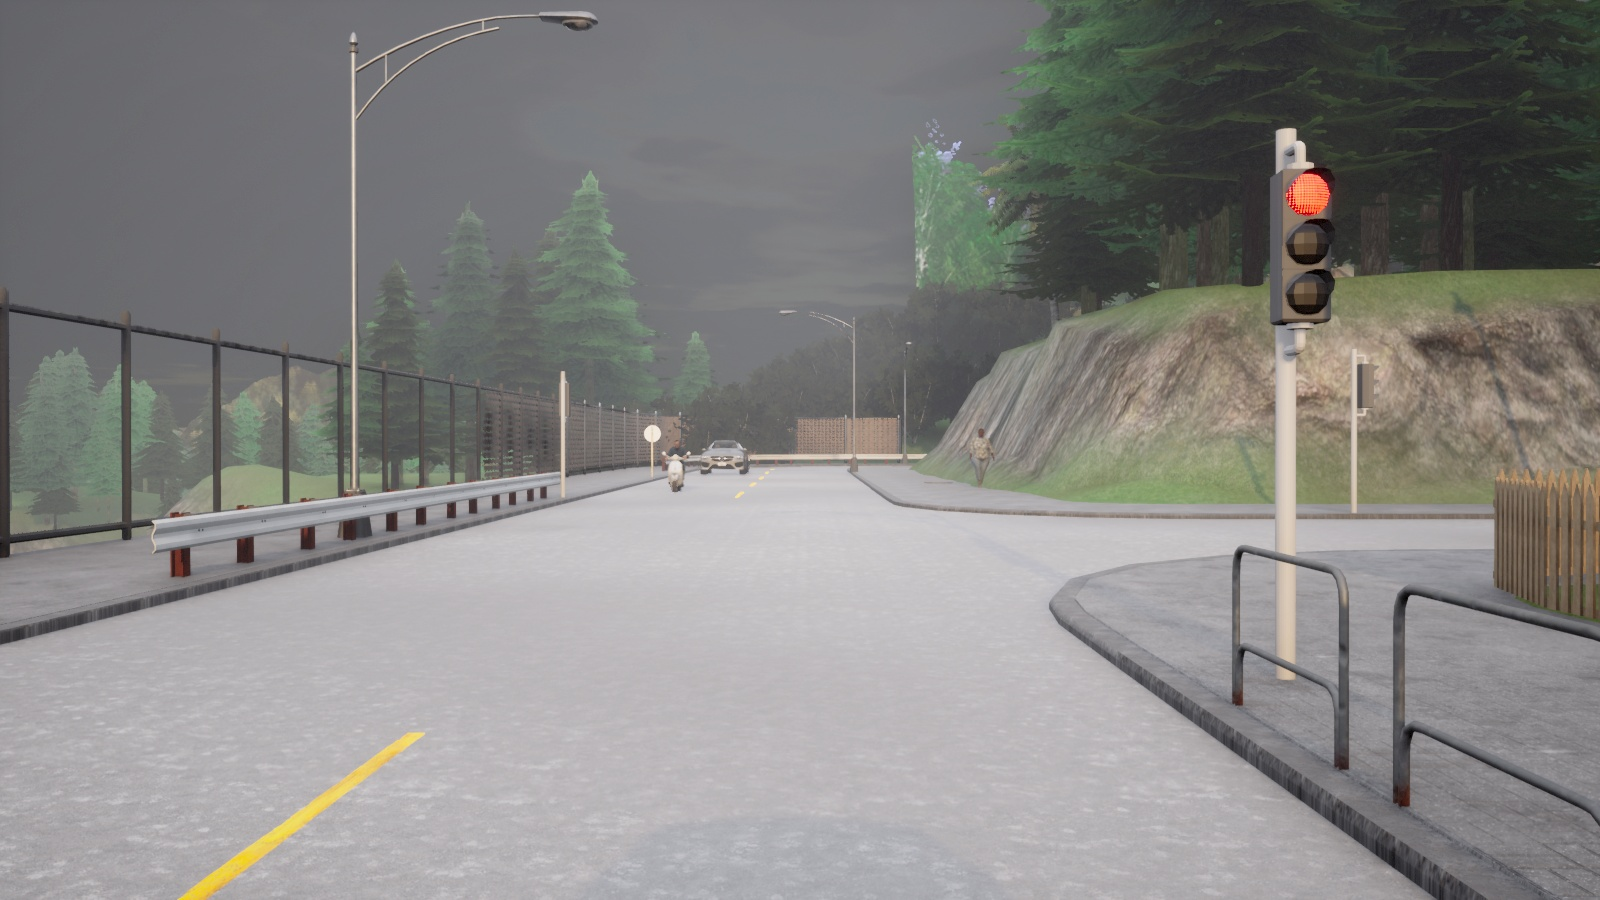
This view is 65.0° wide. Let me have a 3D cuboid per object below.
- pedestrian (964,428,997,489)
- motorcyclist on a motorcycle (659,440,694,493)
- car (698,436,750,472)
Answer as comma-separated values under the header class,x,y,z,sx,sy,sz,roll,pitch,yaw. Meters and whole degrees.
class,x,y,z,sx,sy,sz,roll,pitch,yaw
pedestrian,5.543,0.243,38.609,0.874,1.855,0.900,0,0,0
motorcyclist on a motorcycle,-3.733,0.482,38.011,0.866,1.590,1.817,0,0,0
car,-3.602,0.182,60.229,2.152,1.651,5.027,0,0,0
